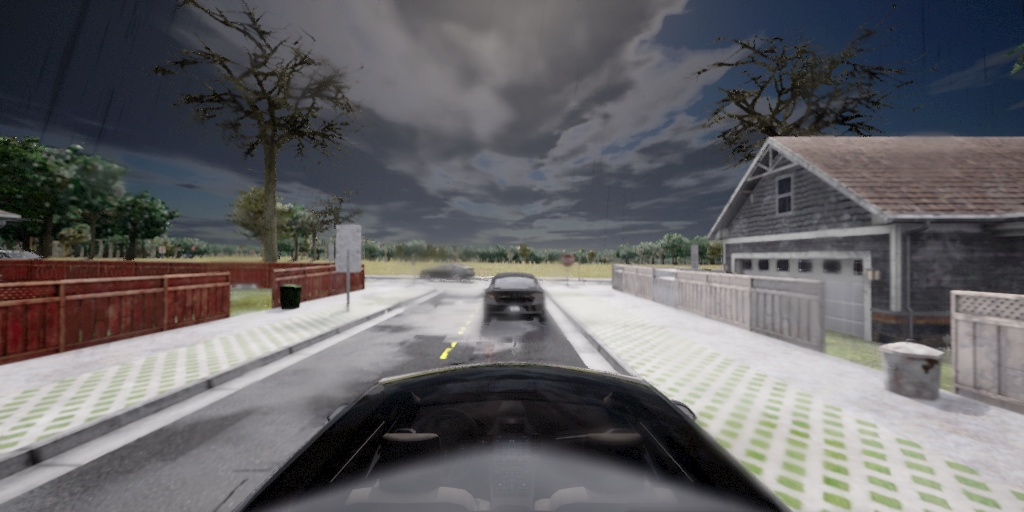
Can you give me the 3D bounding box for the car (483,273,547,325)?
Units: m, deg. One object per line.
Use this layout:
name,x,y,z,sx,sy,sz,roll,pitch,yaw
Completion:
car,0.094,1.308,12.267,1.882,1.535,5.008,0,0,0

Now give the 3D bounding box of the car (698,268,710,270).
car,15.808,1.758,30.885,5.357,1.411,2.033,1,0,0

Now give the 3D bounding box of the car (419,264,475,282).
car,-5.580,1.398,30.636,4.902,1.511,2.128,1,-1,17

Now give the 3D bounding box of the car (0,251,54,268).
car,-38.330,0.612,27.557,5.566,2.045,2.150,1,0,0
